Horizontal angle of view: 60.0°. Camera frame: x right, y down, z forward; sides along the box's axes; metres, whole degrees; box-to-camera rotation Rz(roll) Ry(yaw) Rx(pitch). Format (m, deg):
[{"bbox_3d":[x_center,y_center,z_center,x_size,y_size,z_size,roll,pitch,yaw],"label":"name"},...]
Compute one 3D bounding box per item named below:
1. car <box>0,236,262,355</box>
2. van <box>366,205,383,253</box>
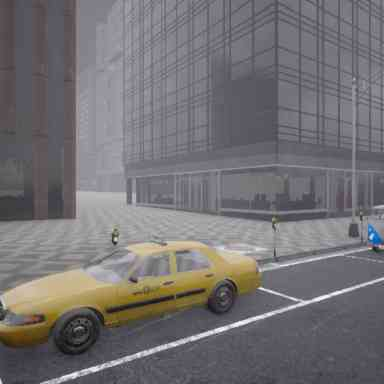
[{"bbox_3d":[-0.849,1.525,6.042,4.829,1.417,1.752,0,0,-35],"label":"car"},{"bbox_3d":[8.151,1.342,12.446,3.998,1.788,1.690,0,0,-35],"label":"van"}]
